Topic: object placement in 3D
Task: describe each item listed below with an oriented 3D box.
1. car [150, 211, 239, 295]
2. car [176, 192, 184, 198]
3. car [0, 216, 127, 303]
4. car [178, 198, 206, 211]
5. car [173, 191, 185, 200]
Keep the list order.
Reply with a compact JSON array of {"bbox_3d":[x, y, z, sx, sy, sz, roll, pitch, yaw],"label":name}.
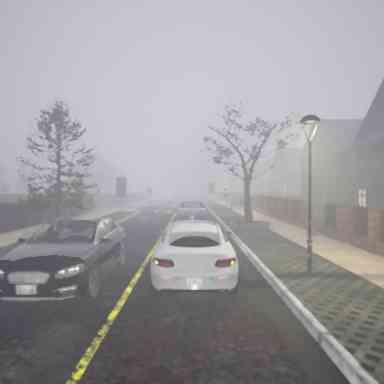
[{"bbox_3d":[0.062,1.427,8.301,1.812,1.442,4.674,0,1,0],"label":"car"},{"bbox_3d":[-2.977,0.680,85.120,1.837,1.490,4.892,0,0,0],"label":"car"},{"bbox_3d":[-2.867,1.394,8.190,2.128,1.511,4.902,0,1,0],"label":"car"},{"bbox_3d":[0.018,1.328,24.232,1.895,1.301,4.718,0,1,0],"label":"car"},{"bbox_3d":[-2.936,0.665,69.610,2.097,1.767,4.553,0,0,0],"label":"car"}]
